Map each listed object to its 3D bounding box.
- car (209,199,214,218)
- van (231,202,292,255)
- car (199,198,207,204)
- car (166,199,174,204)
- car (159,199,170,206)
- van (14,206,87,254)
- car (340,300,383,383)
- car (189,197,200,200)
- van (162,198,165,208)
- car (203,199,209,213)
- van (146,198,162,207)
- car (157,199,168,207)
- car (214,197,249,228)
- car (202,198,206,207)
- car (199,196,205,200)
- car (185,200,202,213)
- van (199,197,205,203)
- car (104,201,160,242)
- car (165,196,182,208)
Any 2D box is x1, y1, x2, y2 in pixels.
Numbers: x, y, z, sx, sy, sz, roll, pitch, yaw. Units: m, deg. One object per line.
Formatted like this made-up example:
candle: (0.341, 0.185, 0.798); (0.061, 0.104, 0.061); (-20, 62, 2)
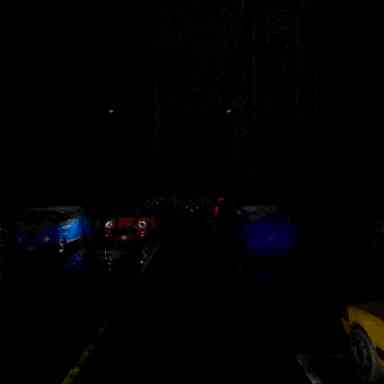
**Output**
car: (3.090, 1.530, 31.625); (2.150, 2.045, 5.566); (0, -1, 0)
van: (2.844, 1.479, 13.787); (1.690, 1.788, 3.998); (0, -1, 0)
car: (2.807, 2.388, 87.213); (1.887, 1.381, 4.507); (0, -1, 0)
car: (-5.718, 2.408, 87.204); (1.947, 1.339, 4.313); (0, -1, 0)
car: (-5.710, 2.244, 70.259); (1.947, 1.339, 4.313); (0, -1, 0)
van: (-5.681, 1.477, 13.775); (1.690, 1.788, 3.998); (0, -1, 0)
car: (2.850, 1.553, 2.659); (1.752, 1.417, 4.829); (0, -1, 0)
car: (0.002, 2.089, 60.682); (1.837, 1.490, 4.892); (0, -2, 0)
van: (-5.705, 1.910, 58.964); (1.690, 1.788, 3.998); (0, -1, 0)
car: (2.830, 1.960, 42.027); (2.008, 1.369, 4.403); (0, -1, 0)
van: (-5.699, 1.802, 47.667); (1.690, 1.788, 3.998); (0, -1, 0)
car: (-5.706, 2.147, 64.440); (1.752, 1.417, 4.829); (0, -1, 0)
car: (3.093, 1.471, 24.626); (2.150, 2.045, 5.566); (0, -1, 0)
car: (2.827, 2.013, 47.676); (2.008, 1.369, 4.403); (0, -1, 0)
car: (2.818, 2.064, 64.622); (1.967, 1.590, 4.097); (0, -1, 0)
car: (0.003, 2.029, 44.010); (1.895, 1.301, 4.718); (0, -1, 1)
van: (2.802, 2.240, 92.864); (1.690, 1.788, 3.998); (0, -1, 0)
car: (-3.109, 1.524, 17.459); (2.097, 1.767, 4.553); (0, -1, 0)
car: (-3.080, 1.789, 58.904); (2.150, 2.045, 5.566); (0, -1, 1)
